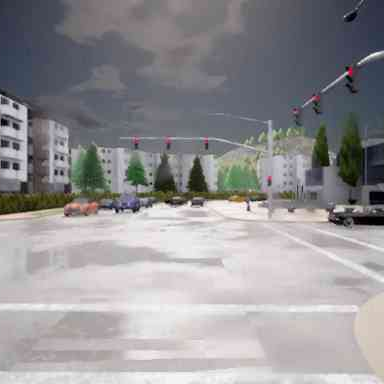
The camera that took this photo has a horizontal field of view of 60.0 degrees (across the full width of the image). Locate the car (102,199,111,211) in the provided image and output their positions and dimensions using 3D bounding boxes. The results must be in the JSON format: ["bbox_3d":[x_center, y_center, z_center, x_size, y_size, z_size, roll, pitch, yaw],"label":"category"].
[{"bbox_3d":[-10.590,1.554,41.779,2.033,1.411,5.357,0,0,0],"label":"car"}]

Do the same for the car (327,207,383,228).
[{"bbox_3d":[11.276,1.604,21.314,4.718,1.301,1.895,0,0,3],"label":"car"}]

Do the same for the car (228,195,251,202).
[{"bbox_3d":[10.213,1.490,73.803,5.008,1.535,1.882,0,0,-40],"label":"car"}]

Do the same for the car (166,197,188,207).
[{"bbox_3d":[-2.029,1.486,53.037,1.882,1.535,5.008,0,0,14],"label":"car"}]

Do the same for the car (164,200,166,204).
[{"bbox_3d":[-3.289,1.611,60.584,1.895,1.301,4.718,0,0,24],"label":"car"}]

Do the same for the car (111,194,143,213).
[{"bbox_3d":[-7.153,1.228,37.287,2.150,2.045,5.566,0,0,-3],"label":"car"}]

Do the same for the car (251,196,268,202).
[{"bbox_3d":[14.877,1.537,73.143,4.902,1.511,2.128,0,0,-36],"label":"car"}]

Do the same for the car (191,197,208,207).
[{"bbox_3d":[1.171,1.513,51.577,1.837,1.490,4.892,-1,0,13],"label":"car"}]

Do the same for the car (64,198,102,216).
[{"bbox_3d":[-10.575,1.357,31.986,2.097,1.767,4.553,0,0,1],"label":"car"}]

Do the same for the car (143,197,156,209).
[{"bbox_3d":[-6.761,1.534,46.790,1.812,1.442,4.674,0,0,5],"label":"car"}]
